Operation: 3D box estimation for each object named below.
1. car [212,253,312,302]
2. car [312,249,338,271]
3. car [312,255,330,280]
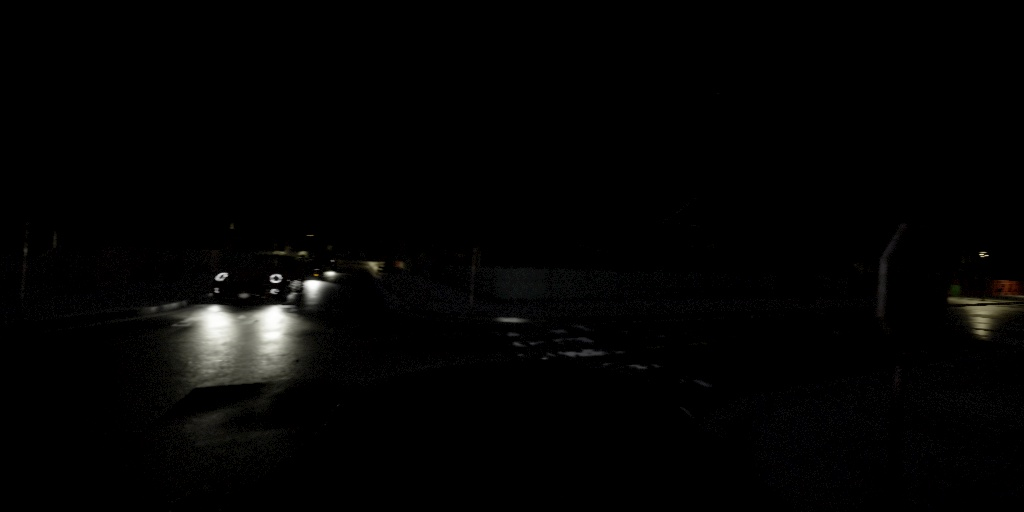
[{"bbox_3d":[-9.612,0.716,14.025,2.097,1.767,4.553,4,-1,-20],"label":"car"},{"bbox_3d":[-19.008,0.336,36.490,2.150,2.045,5.566,4,0,-23],"label":"car"},{"bbox_3d":[-13.791,0.822,24.208,1.994,1.385,4.181,4,-1,-23],"label":"car"}]
